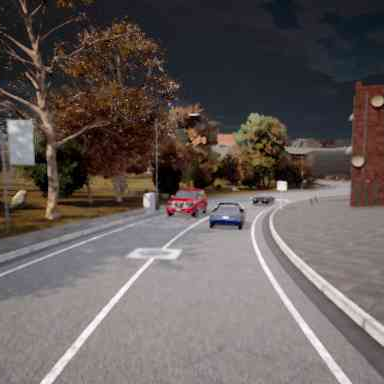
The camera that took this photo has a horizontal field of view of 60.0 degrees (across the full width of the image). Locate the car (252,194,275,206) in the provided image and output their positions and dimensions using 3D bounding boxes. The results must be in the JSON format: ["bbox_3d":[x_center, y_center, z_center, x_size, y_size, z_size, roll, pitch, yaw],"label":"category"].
[{"bbox_3d":[8.771,0.858,40.215,1.895,1.301,4.718,3,3,25],"label":"car"}]

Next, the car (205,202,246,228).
[{"bbox_3d":[2.282,1.353,20.545,1.994,1.385,4.181,1,1,12],"label":"car"}]

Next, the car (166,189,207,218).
[{"bbox_3d":[-0.253,0.816,26.020,2.150,2.045,5.566,1,2,15],"label":"car"}]
